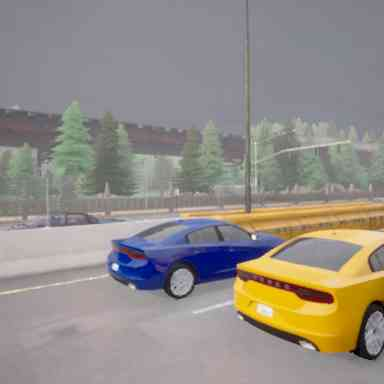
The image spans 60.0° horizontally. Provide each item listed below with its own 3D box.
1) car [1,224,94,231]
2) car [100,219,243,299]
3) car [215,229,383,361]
[{"bbox_3d":[-5.246,1.504,13.063,5.357,1.411,2.033,-1,1,-35],"label":"car"},{"bbox_3d":[0.418,1.408,8.358,5.008,1.535,1.882,0,0,-36],"label":"car"},{"bbox_3d":[2.989,1.398,5.895,5.008,1.535,1.882,-1,1,-36],"label":"car"}]
